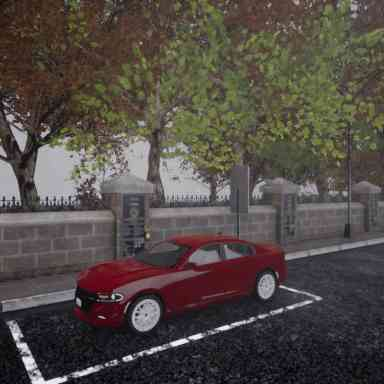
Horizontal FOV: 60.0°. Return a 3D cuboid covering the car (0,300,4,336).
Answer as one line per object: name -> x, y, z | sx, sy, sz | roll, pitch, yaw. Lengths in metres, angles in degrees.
car -> -4.490, 1.551, 3.449 | 4.403, 1.369, 2.008 | 0, 0, -36

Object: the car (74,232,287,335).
car -> -0.012, 1.545, 6.711 | 4.507, 1.381, 1.887 | 0, 0, -36
